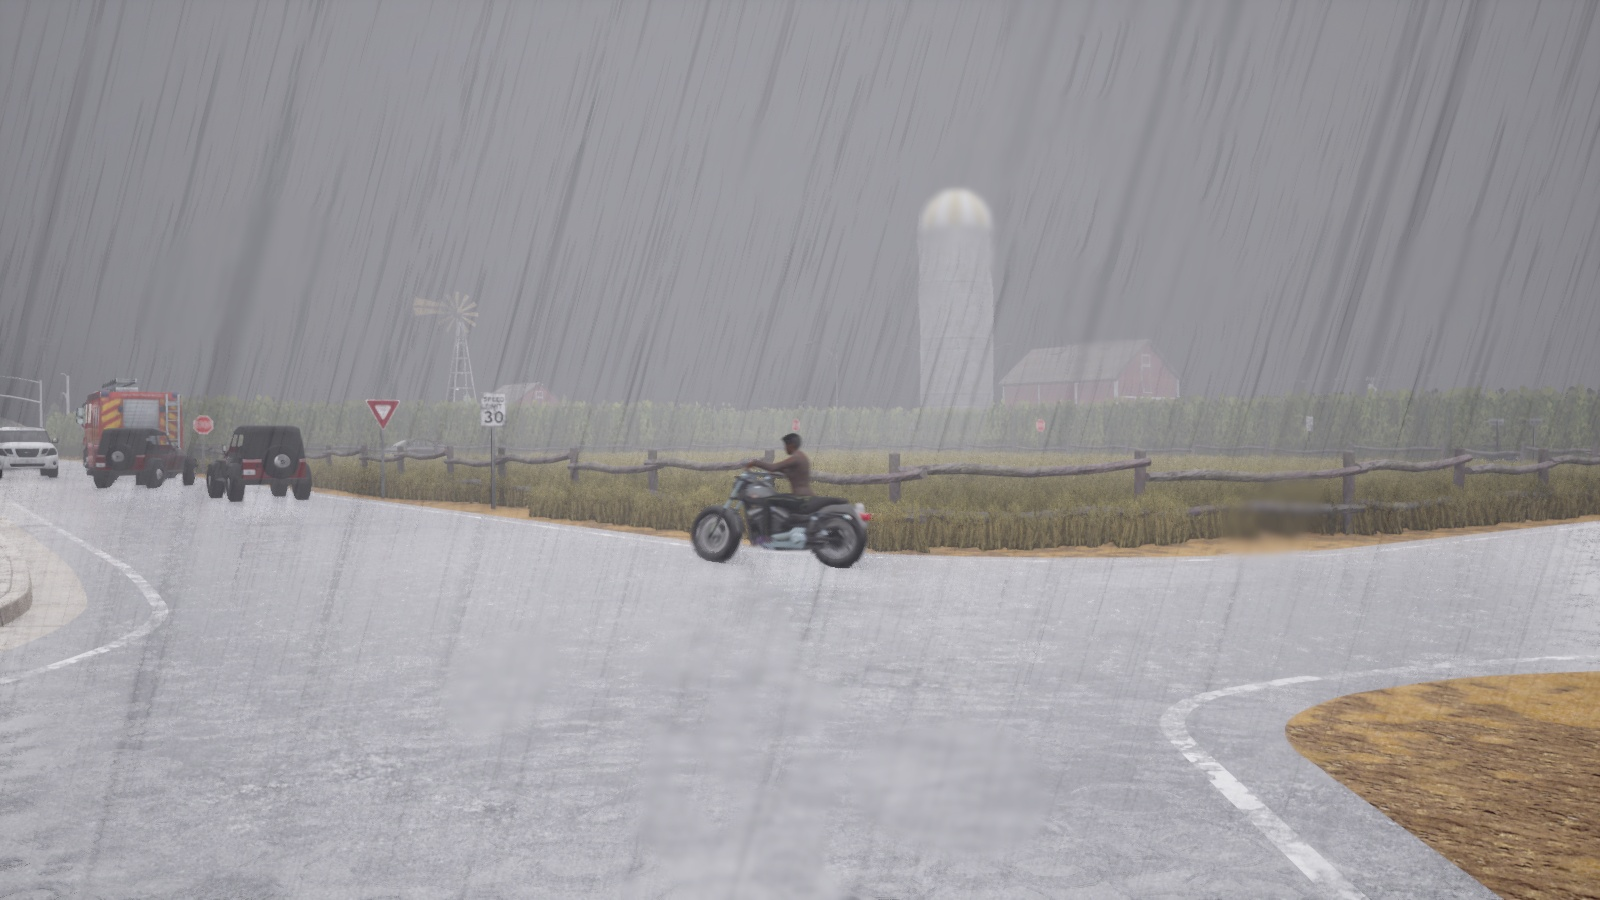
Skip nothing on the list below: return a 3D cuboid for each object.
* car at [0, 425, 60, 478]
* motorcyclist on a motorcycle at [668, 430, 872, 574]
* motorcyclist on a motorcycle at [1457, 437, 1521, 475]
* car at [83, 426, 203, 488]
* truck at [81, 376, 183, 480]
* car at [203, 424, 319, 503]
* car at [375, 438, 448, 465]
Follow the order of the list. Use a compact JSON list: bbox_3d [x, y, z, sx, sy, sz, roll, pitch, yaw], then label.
[{"bbox_3d":[-31.567,0.020,50.960,2.150,2.045,5.566,0,1,-35],"label":"car"},{"bbox_3d":[-0.370,0.603,15.233,2.350,1.649,0.766,0,-1,23],"label":"motorcyclist on a motorcycle"},{"bbox_3d":[30.077,0.253,54.877,0.766,1.649,2.350,0,0,-36],"label":"motorcyclist on a motorcycle"},{"bbox_3d":[-21.006,0.203,40.348,1.905,1.878,3.866,0,0,-1],"label":"car"},{"bbox_3d":[-27.154,-0.860,50.868,2.891,3.827,8.468,0,1,-33],"label":"truck"},{"bbox_3d":[-13.807,0.287,32.056,1.905,1.878,3.866,0,1,-36],"label":"car"},{"bbox_3d":[-22.612,0.075,73.146,3.705,1.549,1.789,0,1,-35],"label":"car"}]
